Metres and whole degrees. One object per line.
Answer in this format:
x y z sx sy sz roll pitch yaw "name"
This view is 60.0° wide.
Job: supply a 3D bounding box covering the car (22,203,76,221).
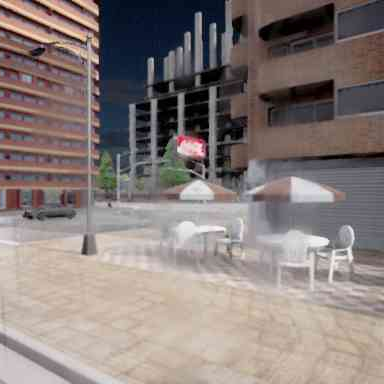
-12.037 1.646 28.249 1.994 1.385 4.181 0 0 36 "car"
